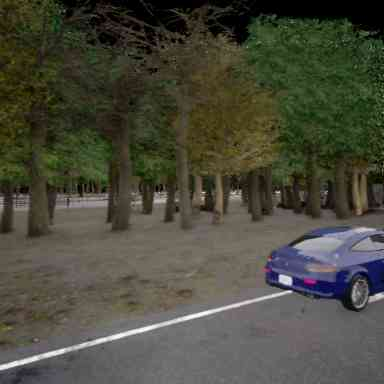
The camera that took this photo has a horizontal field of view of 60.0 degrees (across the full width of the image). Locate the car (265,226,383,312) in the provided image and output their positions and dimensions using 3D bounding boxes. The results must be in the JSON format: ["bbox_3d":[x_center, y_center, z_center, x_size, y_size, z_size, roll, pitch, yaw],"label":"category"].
[{"bbox_3d":[3.726,1.514,7.651,4.674,1.442,1.812,0,0,-33],"label":"car"}]
